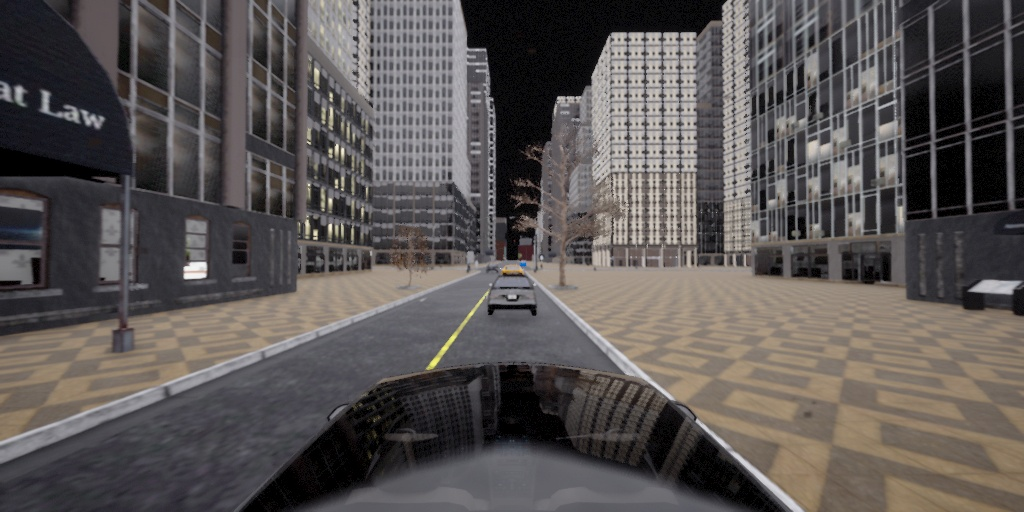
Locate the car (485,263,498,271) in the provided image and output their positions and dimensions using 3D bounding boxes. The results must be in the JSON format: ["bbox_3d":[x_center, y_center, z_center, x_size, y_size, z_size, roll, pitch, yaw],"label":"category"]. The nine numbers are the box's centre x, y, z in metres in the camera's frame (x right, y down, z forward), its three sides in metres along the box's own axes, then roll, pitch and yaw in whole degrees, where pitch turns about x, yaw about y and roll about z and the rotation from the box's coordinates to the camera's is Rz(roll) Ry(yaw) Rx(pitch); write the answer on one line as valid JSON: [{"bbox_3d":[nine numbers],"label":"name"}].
[{"bbox_3d":[-2.960,1.834,54.389,2.033,1.411,5.357,0,-1,0],"label":"car"}]

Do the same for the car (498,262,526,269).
[{"bbox_3d":[0.057,1.529,31.108,1.882,1.535,5.008,0,0,1],"label":"car"}]

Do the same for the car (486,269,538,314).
[{"bbox_3d":[0.024,1.428,14.374,2.033,1.411,5.357,0,-1,0],"label":"car"}]
